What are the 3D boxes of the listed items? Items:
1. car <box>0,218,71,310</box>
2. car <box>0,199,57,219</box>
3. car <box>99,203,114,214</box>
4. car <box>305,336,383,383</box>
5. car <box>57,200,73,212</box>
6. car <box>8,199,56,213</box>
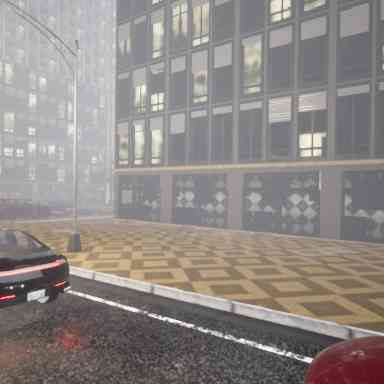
[{"bbox_3d":[-4.550,1.487,6.902,4.902,1.511,2.128,0,0,35],"label":"car"},{"bbox_3d":[-15.532,1.514,30.448,2.192,1.841,5.009,1,0,36],"label":"car"},{"bbox_3d":[-8.751,1.825,39.672,1.752,1.417,4.829,1,0,36],"label":"car"},{"bbox_3d":[2.937,1.526,1.602,4.674,1.442,1.812,0,0,35],"label":"car"},{"bbox_3d":[-16.307,1.668,39.154,1.837,1.490,4.892,1,0,36],"label":"car"},{"bbox_3d":[-19.046,1.636,39.817,1.752,1.417,4.829,1,0,36],"label":"car"}]
